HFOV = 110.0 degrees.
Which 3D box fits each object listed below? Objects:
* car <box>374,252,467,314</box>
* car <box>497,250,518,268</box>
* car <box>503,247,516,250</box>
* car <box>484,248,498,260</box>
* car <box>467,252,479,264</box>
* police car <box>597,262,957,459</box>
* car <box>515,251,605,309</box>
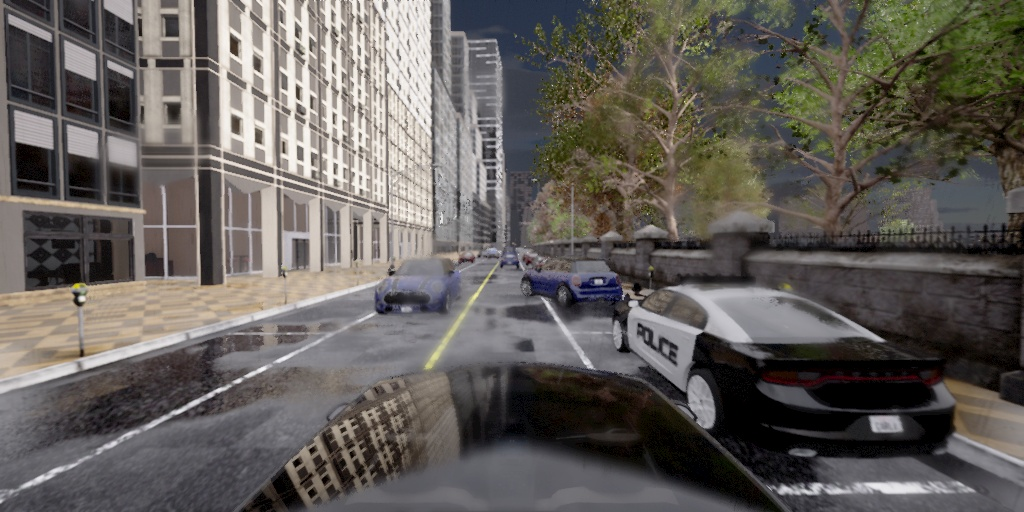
[{"bbox_3d":[-2.956,0.841,12.194,2.097,1.767,4.553,0,1,-1],"label":"car"},{"bbox_3d":[-0.220,0.416,36.121,1.812,1.442,4.674,0,1,0],"label":"car"},{"bbox_3d":[-0.317,-0.229,49.925,2.150,2.045,5.566,0,2,0],"label":"car"},{"bbox_3d":[-3.028,-0.150,59.873,2.033,1.411,5.357,0,1,0],"label":"car"},{"bbox_3d":[-5.648,0.204,45.543,1.888,1.381,4.507,0,0,0],"label":"car"},{"bbox_3d":[2.972,1.078,5.457,1.930,1.638,5.238,0,1,-1],"label":"police car"},{"bbox_3d":[2.044,0.802,13.581,2.097,1.767,4.553,-1,1,-21],"label":"car"}]
